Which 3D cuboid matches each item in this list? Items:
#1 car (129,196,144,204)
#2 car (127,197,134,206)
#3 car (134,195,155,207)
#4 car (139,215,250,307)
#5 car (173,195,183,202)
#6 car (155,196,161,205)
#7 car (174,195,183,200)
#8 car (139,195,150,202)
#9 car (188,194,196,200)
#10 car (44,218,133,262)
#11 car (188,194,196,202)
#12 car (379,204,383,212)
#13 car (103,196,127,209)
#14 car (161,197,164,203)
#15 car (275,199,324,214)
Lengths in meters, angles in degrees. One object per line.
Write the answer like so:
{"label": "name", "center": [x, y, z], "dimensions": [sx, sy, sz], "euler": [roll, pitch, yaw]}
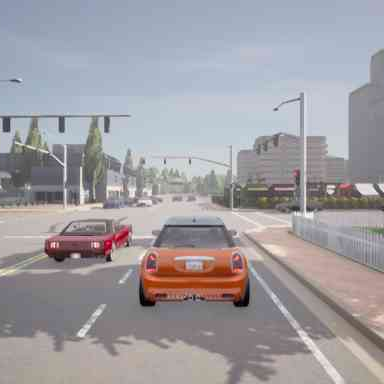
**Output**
{"label": "car", "center": [-10.579, 1.548, 63.752], "dimensions": [1.994, 1.385, 4.181], "euler": [0, 0, 1]}
{"label": "car", "center": [-10.616, 1.551, 53.780], "dimensions": [1.994, 1.385, 4.181], "euler": [0, 0, 0]}
{"label": "car", "center": [-7.109, 1.513, 50.203], "dimensions": [1.812, 1.442, 4.674], "euler": [0, 0, 0]}
{"label": "car", "center": [0.060, 1.350, 8.143], "dimensions": [2.097, 1.767, 4.553], "euler": [0, 0, 0]}
{"label": "car", "center": [-3.537, 1.494, 77.796], "dimensions": [1.812, 1.442, 4.674], "euler": [0, 0, 0]}
{"label": "car", "center": [-7.100, 1.490, 59.309], "dimensions": [1.837, 1.490, 4.892], "euler": [0, 0, 0]}
{"label": "car", "center": [-3.541, 1.404, 87.750], "dimensions": [1.994, 1.385, 4.181], "euler": [0, 0, 0]}
{"label": "car", "center": [-10.535, 1.482, 73.986], "dimensions": [1.837, 1.490, 4.892], "euler": [0, 0, 0]}
{"label": "car", "center": [-0.041, 1.376, 87.754], "dimensions": [2.128, 1.511, 4.902], "euler": [0, 0, 0]}
{"label": "car", "center": [-3.422, 1.598, 12.037], "dimensions": [1.895, 1.301, 4.718], "euler": [0, 0, 0]}
{"label": "car", "center": [-0.037, 1.513, 77.479], "dimensions": [2.033, 1.411, 5.357], "euler": [0, 0, 0]}
{"label": "car", "center": [22.452, 1.469, 35.087], "dimensions": [5.008, 1.535, 1.882], "euler": [0, 0, -2]}
{"label": "car", "center": [-10.615, 1.341, 45.169], "dimensions": [2.097, 1.767, 4.553], "euler": [0, 0, 0]}
{"label": "car", "center": [-7.033, 1.578, 69.388], "dimensions": [1.895, 1.301, 4.718], "euler": [0, 0, 0]}
{"label": "car", "center": [11.255, 1.483, 34.804], "dimensions": [4.902, 1.511, 2.128], "euler": [0, 0, -1]}
